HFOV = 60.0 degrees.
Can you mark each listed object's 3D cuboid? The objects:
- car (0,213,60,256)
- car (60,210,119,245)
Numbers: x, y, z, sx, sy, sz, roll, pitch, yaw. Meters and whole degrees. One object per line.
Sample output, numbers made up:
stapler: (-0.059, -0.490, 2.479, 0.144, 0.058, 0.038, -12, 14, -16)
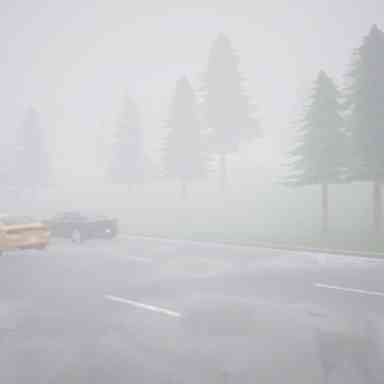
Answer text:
car: (-7.902, 1.639, 13.848, 5.008, 1.535, 1.882, 0, 0, 36)
car: (-5.853, 1.638, 16.686, 5.008, 1.535, 1.882, 0, 0, 36)
